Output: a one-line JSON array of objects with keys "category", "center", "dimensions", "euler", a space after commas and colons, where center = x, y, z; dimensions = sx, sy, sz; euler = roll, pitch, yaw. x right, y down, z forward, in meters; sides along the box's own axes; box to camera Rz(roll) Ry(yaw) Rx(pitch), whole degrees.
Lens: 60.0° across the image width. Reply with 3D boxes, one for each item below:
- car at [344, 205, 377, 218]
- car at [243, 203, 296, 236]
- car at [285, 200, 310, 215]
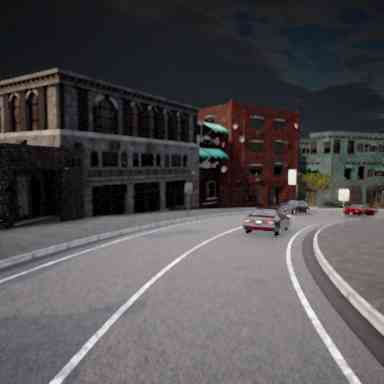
[{"category": "car", "center": [19.299, 2.152, 37.970], "dimensions": [4.718, 1.301, 1.895], "euler": [2, 3, -38]}, {"category": "car", "center": [4.434, 1.599, 19.225], "dimensions": [2.033, 1.411, 5.357], "euler": [2, 0, 24]}, {"category": "car", "center": [10.699, 1.600, 34.987], "dimensions": [1.837, 1.490, 4.892], "euler": [4, 2, 44]}]
